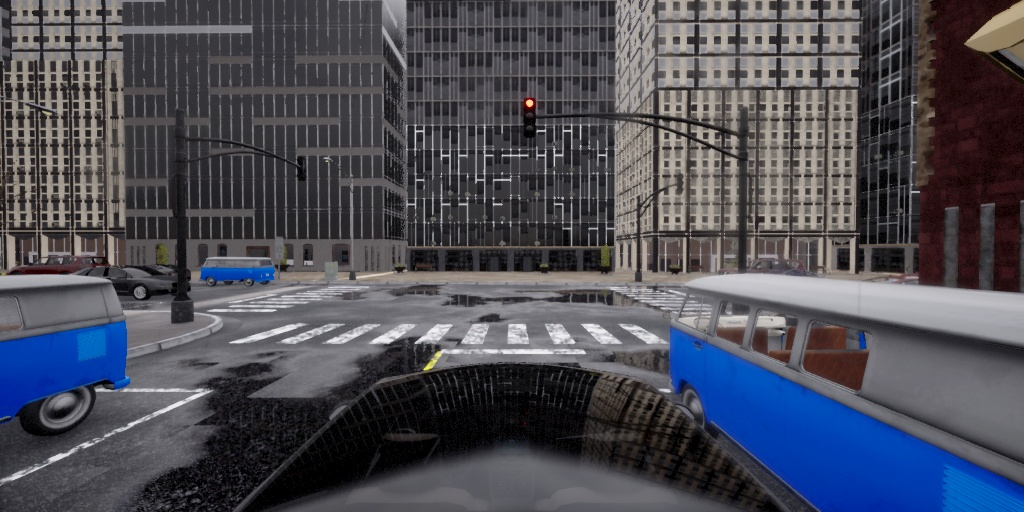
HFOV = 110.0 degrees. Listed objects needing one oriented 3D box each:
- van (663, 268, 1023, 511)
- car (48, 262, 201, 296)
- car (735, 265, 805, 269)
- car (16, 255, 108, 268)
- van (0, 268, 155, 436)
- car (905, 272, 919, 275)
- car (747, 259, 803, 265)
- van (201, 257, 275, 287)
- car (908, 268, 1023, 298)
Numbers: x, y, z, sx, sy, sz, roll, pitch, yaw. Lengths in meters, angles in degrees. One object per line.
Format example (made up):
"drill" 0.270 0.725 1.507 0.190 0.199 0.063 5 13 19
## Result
"van" 2.691 1.090 2.782 1.690 1.789 3.998 0 0 0
"car" -17.719 1.193 16.576 4.892 1.490 1.837 0 1 1
"car" 14.801 1.372 19.486 4.181 1.385 1.994 0 1 1
"car" -28.141 0.874 22.473 5.009 1.841 2.192 0 0 1
"van" -5.690 1.090 2.836 1.690 1.789 3.998 0 0 0
"car" 15.216 1.437 13.703 4.507 1.381 1.888 0 0 1
"car" 15.292 1.089 22.082 5.009 1.841 2.192 0 0 1
"van" -17.096 0.951 22.373 3.998 1.789 1.690 0 0 1
"car" 25.266 1.412 19.392 5.357 1.411 2.033 0 1 0
